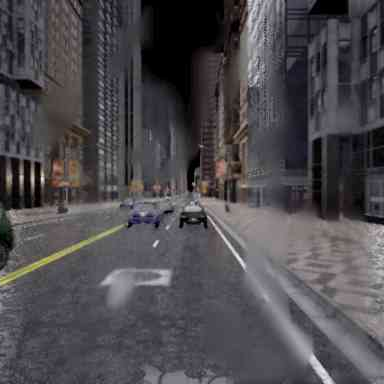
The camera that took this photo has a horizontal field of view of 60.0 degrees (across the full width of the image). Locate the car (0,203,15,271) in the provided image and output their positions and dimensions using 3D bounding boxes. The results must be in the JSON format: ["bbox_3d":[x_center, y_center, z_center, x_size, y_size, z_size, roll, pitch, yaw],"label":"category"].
[{"bbox_3d":[-6.589,1.259,8.088,2.150,2.045,5.566,0,0,0],"label":"car"}]

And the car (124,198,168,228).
[{"bbox_3d":[-3.148,1.486,23.561,2.097,1.767,4.553,0,-1,0],"label":"car"}]

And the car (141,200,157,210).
[{"bbox_3d":[-6.542,1.980,50.990,1.895,1.301,4.718,0,-1,1],"label":"car"}]

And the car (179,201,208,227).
[{"bbox_3d":[0.101,1.614,23.678,1.882,1.535,5.008,0,0,0],"label":"car"}]

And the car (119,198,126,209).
[{"bbox_3d":[-9.794,1.734,51.223,2.097,1.767,4.553,0,-1,1],"label":"car"}]

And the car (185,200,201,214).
[{"bbox_3d":[0.103,1.809,41.104,1.812,1.442,4.674,0,0,0],"label":"car"}]

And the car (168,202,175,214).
[{"bbox_3d":[-3.153,1.837,39.927,1.994,1.385,4.181,0,0,0],"label":"car"}]
